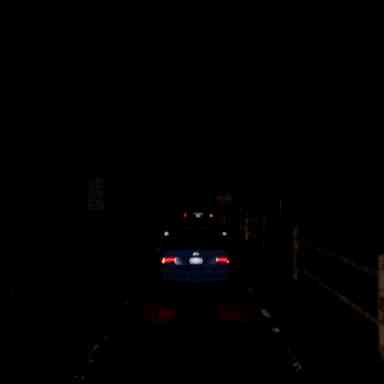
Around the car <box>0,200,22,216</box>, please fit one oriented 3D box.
[{"bbox_3d":[-17.590,1.350,29.402,4.674,1.442,1.812,1,-1,1],"label":"car"}]

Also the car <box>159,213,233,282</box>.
[{"bbox_3d":[0.103,1.583,9.905,2.033,1.411,5.357,0,0,0],"label":"car"}]

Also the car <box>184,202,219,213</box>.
[{"bbox_3d":[0.643,1.429,21.722,2.097,1.767,4.553,0,0,7],"label":"car"}]

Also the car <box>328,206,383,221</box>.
[{"bbox_3d":[15.732,2.014,32.026,4.718,1.301,1.895,1,-1,1],"label":"car"}]
